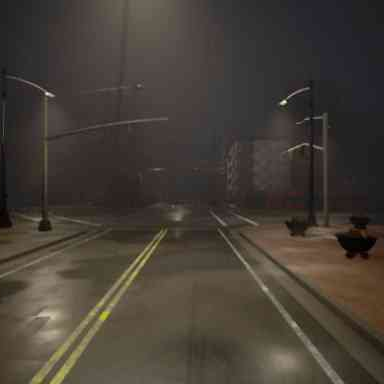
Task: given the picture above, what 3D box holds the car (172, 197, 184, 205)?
[{"bbox_3d":[-3.531,2.231,75.398,2.033,1.411,5.357,0,-1,0],"label":"car"}]
